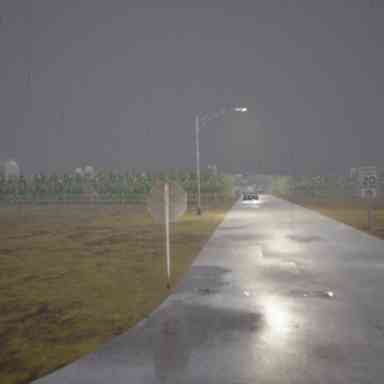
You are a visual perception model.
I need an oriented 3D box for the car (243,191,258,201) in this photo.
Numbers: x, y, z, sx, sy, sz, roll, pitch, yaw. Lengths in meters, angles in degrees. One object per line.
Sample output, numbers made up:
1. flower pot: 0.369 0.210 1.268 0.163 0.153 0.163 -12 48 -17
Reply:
1. car: 8.206 0.524 46.481 1.994 1.385 4.181 -2 1 10
